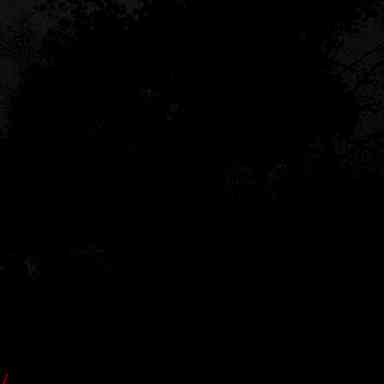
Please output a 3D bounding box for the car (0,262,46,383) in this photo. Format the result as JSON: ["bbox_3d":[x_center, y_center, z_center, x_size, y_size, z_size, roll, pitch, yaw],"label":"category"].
[{"bbox_3d":[-3.452,1.491,1.438,4.892,1.490,1.837,1,-1,-35],"label":"car"}]

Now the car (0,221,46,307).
[{"bbox_3d":[-4.517,1.352,6.805,2.185,1.767,4.553,0,0,-36],"label":"car"}]
